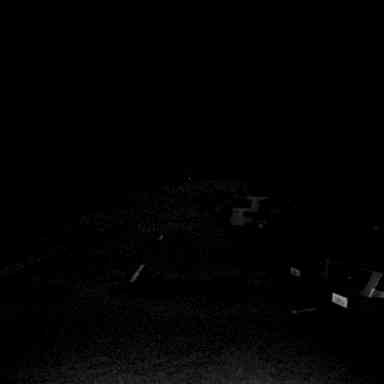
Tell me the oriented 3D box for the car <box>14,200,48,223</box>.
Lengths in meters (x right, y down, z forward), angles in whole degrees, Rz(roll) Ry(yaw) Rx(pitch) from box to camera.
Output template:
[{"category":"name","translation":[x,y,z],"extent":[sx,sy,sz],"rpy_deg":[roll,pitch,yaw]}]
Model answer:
[{"category":"car","translation":[-13.475,1.581,24.522],"extent":[4.792,1.488,2.163],"rpy_deg":[-1,0,-20]}]

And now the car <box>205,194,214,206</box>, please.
[{"category":"car","translation":[4.502,1.427,41.872],"extent":[4.553,1.767,2.185],"rpy_deg":[1,0,-22]}]

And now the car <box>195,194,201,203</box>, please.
[{"category":"car","translation":[3.967,1.323,56.955],"extent":[5.566,2.045,2.435],"rpy_deg":[1,0,-23]}]

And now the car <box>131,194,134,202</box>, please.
[{"category":"car","translation":[-14.946,1.639,69.017],"extent":[5.366,1.575,1.946],"rpy_deg":[-1,0,-24]}]

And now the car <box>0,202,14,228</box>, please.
[{"category":"car","translation":[-13.306,1.535,18.623],"extent":[5.366,1.575,1.946],"rpy_deg":[-1,0,-20]}]

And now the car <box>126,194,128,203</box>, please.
[{"category":"car","translation":[-14.462,1.499,60.085],"extent":[4.553,1.767,2.185],"rpy_deg":[-1,0,-23]}]

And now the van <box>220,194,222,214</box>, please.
[{"category":"van","translation":[4.596,1.297,23.740],"extent":[4.442,1.987,1.878],"rpy_deg":[1,0,-20]}]

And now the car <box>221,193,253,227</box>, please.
[{"category":"car","translation":[4.743,1.263,17.785],"extent":[5.566,2.045,2.435],"rpy_deg":[1,0,-20]}]

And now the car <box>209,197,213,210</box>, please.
[{"category":"car","translation":[4.827,1.539,32.892],"extent":[5.366,1.575,1.946],"rpy_deg":[1,0,-21]}]

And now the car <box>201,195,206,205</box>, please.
[{"category":"car","translation":[4.359,1.562,47.918],"extent":[5.008,1.535,2.097],"rpy_deg":[1,0,-22]}]

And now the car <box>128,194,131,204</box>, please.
[{"category":"car","translation":[-14.675,1.672,63.029],"extent":[4.674,1.452,2.002],"rpy_deg":[-1,0,-24]}]

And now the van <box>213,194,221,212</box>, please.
[{"category":"van","translation":[4.571,1.307,29.764],"extent":[4.442,1.987,1.878],"rpy_deg":[1,0,-20]}]

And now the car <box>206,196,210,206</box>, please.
[{"category":"car","translation":[4.570,1.550,38.853],"extent":[4.892,1.521,2.231],"rpy_deg":[1,0,-21]}]

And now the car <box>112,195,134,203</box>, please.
[{"category":"car","translation":[-15.583,1.531,74.850],"extent":[4.553,1.767,2.185],"rpy_deg":[-1,0,-25]}]

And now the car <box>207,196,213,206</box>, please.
[{"category":"car","translation":[4.634,1.544,35.835],"extent":[5.008,1.535,2.097],"rpy_deg":[1,0,-21]}]

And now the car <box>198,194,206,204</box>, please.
[{"category":"car","translation":[4.138,1.571,53.951],"extent":[5.008,1.535,2.097],"rpy_deg":[1,0,-23]}]

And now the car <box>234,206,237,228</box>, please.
[{"category":"car","translation":[4.725,1.509,14.765],"extent":[5.008,1.535,2.097],"rpy_deg":[1,0,-20]}]

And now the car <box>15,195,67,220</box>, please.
[{"category":"car","translation":[-13.542,1.307,27.471],"extent":[5.566,2.045,2.435],"rpy_deg":[-1,0,-20]}]

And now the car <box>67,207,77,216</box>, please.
[{"category":"car","translation":[-13.361,1.558,30.525],"extent":[5.366,1.575,1.946],"rpy_deg":[-1,0,-20]}]

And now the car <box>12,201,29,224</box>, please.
[{"category":"car","translation":[-13.517,1.576,21.519],"extent":[4.792,1.488,2.163],"rpy_deg":[-1,0,-20]}]

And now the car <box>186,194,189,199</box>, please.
[{"category":"car","translation":[2.023,1.606,80.988],"extent":[5.366,1.575,1.946],"rpy_deg":[1,0,-26]}]

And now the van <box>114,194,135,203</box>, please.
[{"category":"van","translation":[-15.789,1.437,77.838],"extent":[4.442,1.987,1.878],"rpy_deg":[-1,0,-25]}]

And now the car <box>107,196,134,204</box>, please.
[{"category":"car","translation":[-15.522,1.651,71.810],"extent":[5.366,1.575,1.946],"rpy_deg":[-1,0,-25]}]

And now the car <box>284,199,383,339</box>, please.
[{"category":"car","translation":[4.722,1.241,5.735],"extent":[5.566,2.045,2.435],"rpy_deg":[1,0,-20]}]

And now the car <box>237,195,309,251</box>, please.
[{"category":"car","translation":[4.756,1.252,11.776],"extent":[5.566,2.045,2.435],"rpy_deg":[1,0,-20]}]

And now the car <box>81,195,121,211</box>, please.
[{"category":"car","translation":[-14.019,1.606,51.202],"extent":[5.008,1.535,2.097],"rpy_deg":[-1,0,-22]}]

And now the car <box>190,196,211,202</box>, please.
[{"category":"car","translation":[2.070,1.652,84.048],"extent":[4.792,1.488,2.163],"rpy_deg":[1,0,-26]}]

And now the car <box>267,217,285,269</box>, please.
[{"category":"car","translation":[4.709,1.527,8.742],"extent":[4.792,1.488,2.163],"rpy_deg":[1,0,-20]}]

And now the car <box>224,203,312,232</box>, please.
[{"category":"car","translation":[4.711,1.519,20.776],"extent":[5.008,1.535,2.097],"rpy_deg":[1,0,-20]}]

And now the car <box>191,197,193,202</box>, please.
[{"category":"car","translation":[3.006,1.599,72.044],"extent":[4.892,1.521,2.231],"rpy_deg":[1,0,-25]}]

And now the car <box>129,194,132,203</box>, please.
[{"category":"car","translation":[-14.884,1.678,65.983],"extent":[4.674,1.452,2.002],"rpy_deg":[-1,0,-24]}]

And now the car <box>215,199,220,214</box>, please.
[{"category":"car","translation":[4.717,1.560,26.809],"extent":[4.792,1.488,2.163],"rpy_deg":[1,0,-20]}]

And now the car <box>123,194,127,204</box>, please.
[{"category":"car","translation":[-14.487,1.618,57.043],"extent":[5.366,1.575,1.946],"rpy_deg":[-1,0,-23]}]

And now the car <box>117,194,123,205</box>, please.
[{"category":"car","translation":[-14.195,1.488,54.153],"extent":[4.553,1.767,2.185],"rpy_deg":[-1,0,-23]}]
